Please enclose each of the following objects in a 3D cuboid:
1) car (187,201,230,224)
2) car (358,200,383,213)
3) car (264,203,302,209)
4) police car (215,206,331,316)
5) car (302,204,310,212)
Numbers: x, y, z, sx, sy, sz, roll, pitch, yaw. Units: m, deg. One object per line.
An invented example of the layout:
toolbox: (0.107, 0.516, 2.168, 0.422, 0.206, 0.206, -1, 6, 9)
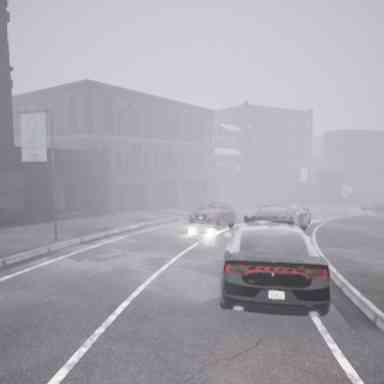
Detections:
car: (1.351, 1.301, 21.156, 1.994, 1.385, 4.181, 2, 1, 25)
car: (22.468, 1.755, 40.393, 5.357, 1.411, 2.033, 2, 3, -32)
car: (4.253, 1.377, 16.685, 1.882, 1.535, 5.008, 2, 1, 21)
police car: (1.743, 1.367, 7.669, 1.930, 1.638, 5.238, 1, 0, 10)
car: (6.612, 1.424, 21.855, 1.812, 1.442, 4.674, 3, 1, 28)
